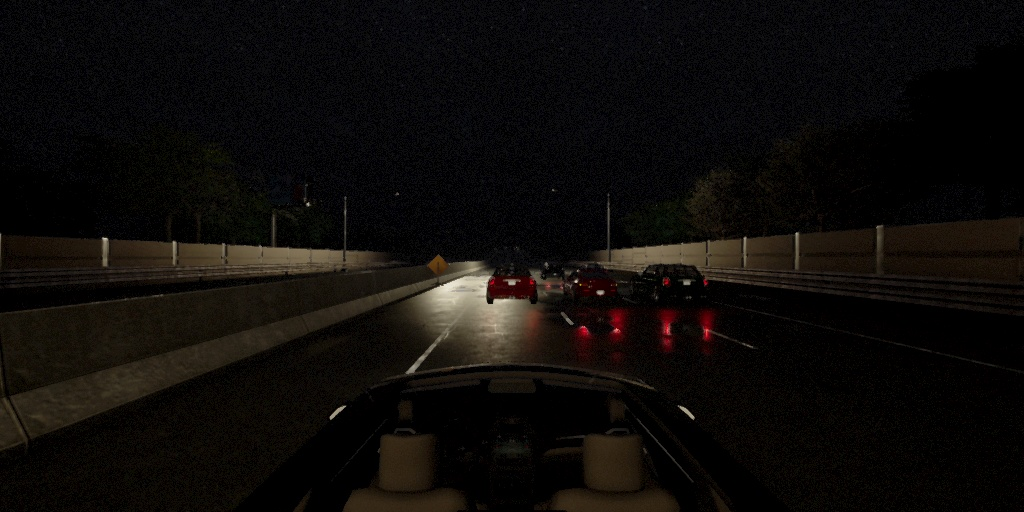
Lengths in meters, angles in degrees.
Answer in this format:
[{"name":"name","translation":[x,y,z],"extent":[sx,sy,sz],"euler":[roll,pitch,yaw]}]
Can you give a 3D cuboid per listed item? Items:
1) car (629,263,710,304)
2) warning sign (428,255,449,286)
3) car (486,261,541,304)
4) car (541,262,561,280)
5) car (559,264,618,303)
[{"name":"car","translation":[7.000,1.116,16.473],"extent":[2.097,1.767,4.553],"euler":[0,0,0]},{"name":"warning sign","translation":[-4.550,0.869,22.007],"extent":[1.300,1.860,1.060],"euler":[0,0,0]},{"name":"car","translation":[0.000,1.116,16.473],"extent":[2.097,1.767,4.553],"euler":[0,0,0]},{"name":"car","translation":[3.500,1.287,31.509],"extent":[2.128,1.511,4.902],"euler":[0,0,0]},{"name":"car","translation":[3.500,1.283,16.503],"extent":[1.812,1.442,4.674],"euler":[0,0,0]}]
